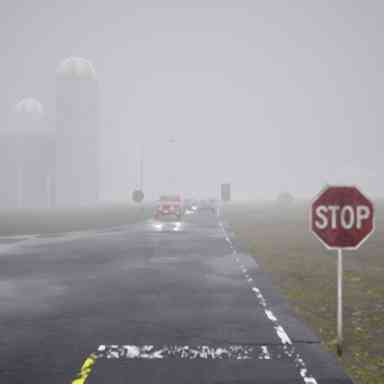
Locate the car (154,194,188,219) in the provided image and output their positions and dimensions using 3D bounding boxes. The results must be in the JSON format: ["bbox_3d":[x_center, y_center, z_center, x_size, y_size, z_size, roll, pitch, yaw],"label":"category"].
[{"bbox_3d":[-1.869,1.198,28.963,2.150,2.045,5.566,0,0,4],"label":"car"}]

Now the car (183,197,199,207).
[{"bbox_3d":[-0.079,1.504,50.255,1.994,1.385,4.181,0,0,6],"label":"car"}]

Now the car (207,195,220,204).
[{"bbox_3d":[4.134,1.404,63.468,2.128,1.511,4.902,0,0,6],"label":"car"}]

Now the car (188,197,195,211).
[{"bbox_3d":[-1.031,1.523,40.200,1.994,1.385,4.181,0,0,5],"label":"car"}]

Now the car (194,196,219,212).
[{"bbox_3d":[1.741,1.508,38.236,2.033,1.411,5.357,0,0,5],"label":"car"}]
